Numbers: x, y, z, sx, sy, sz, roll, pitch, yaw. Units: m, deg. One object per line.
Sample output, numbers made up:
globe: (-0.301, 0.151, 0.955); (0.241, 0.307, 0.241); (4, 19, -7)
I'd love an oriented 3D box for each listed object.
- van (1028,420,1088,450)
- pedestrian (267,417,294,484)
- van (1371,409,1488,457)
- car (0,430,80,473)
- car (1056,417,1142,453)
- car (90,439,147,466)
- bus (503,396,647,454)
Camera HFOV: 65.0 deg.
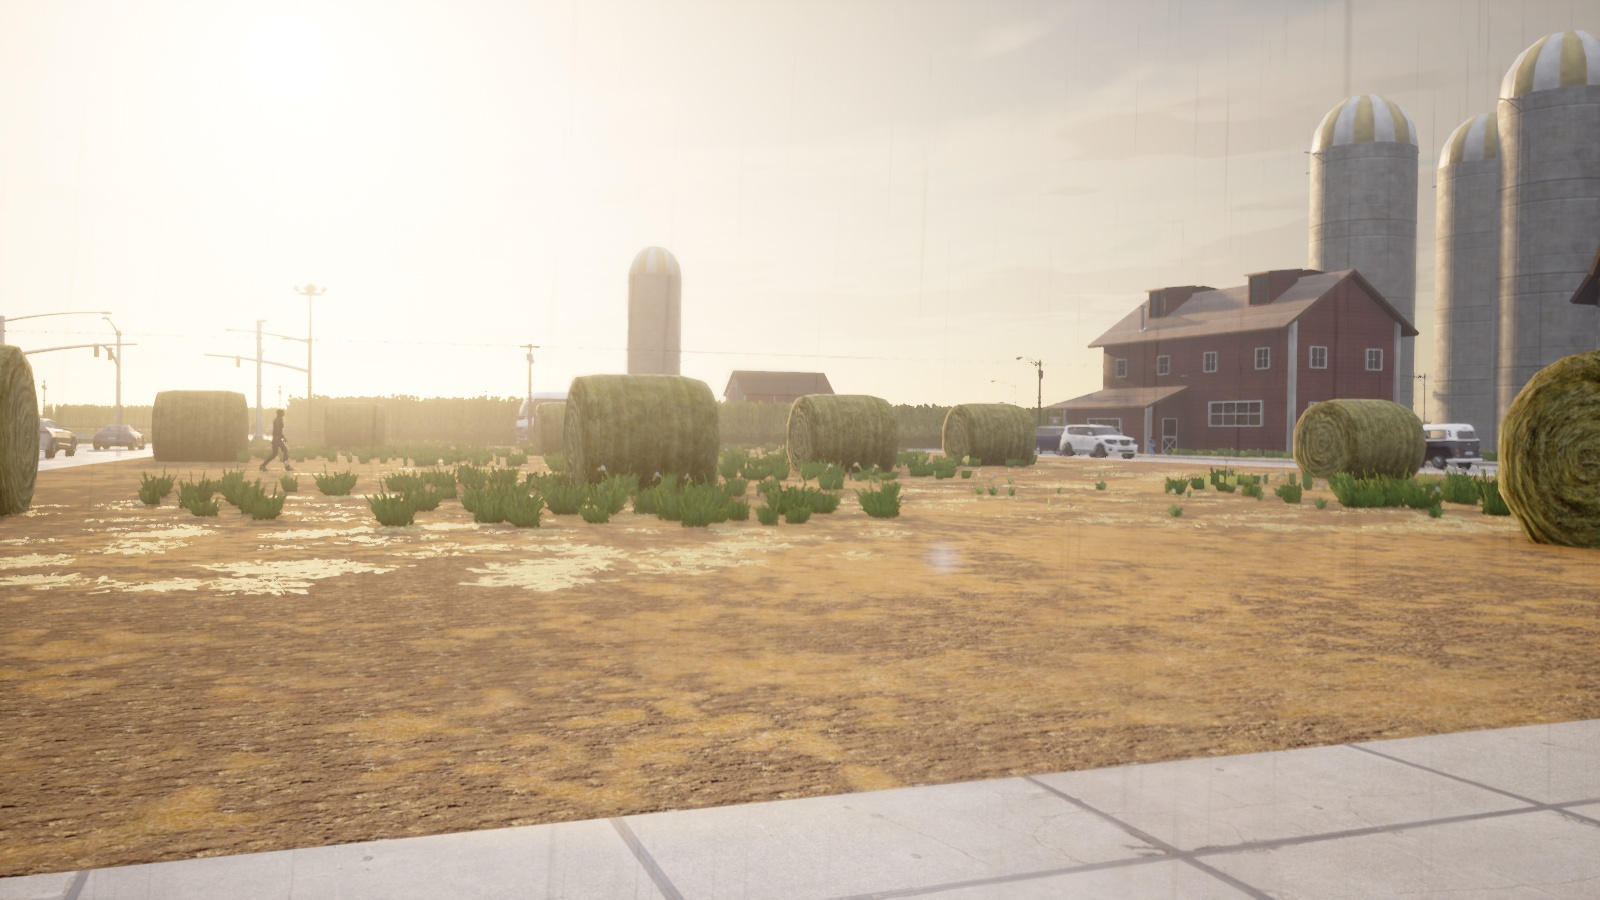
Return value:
van: (17.337, -1.012, 84.579); (1.775, 1.987, 4.442); (-1, 1, -22)
pedestrian: (-14.475, 0.000, 34.996); (0.614, 1.847, 0.353); (-1, 1, -8)
van: (28.428, -0.761, 56.860); (2.069, 2.038, 4.480); (-2, 1, -22)
car: (-31.769, 0.030, 52.208); (2.152, 1.651, 5.027); (-1, 1, -18)
car: (17.632, -0.886, 74.426); (2.150, 2.045, 5.566); (-1, 1, -22)
car: (-36.959, 0.112, 68.199); (1.994, 1.385, 4.181); (-1, 1, -18)
bus: (-17.341, -1.956, 96.862); (10.273, 4.253, 3.944); (-1, 1, -21)
